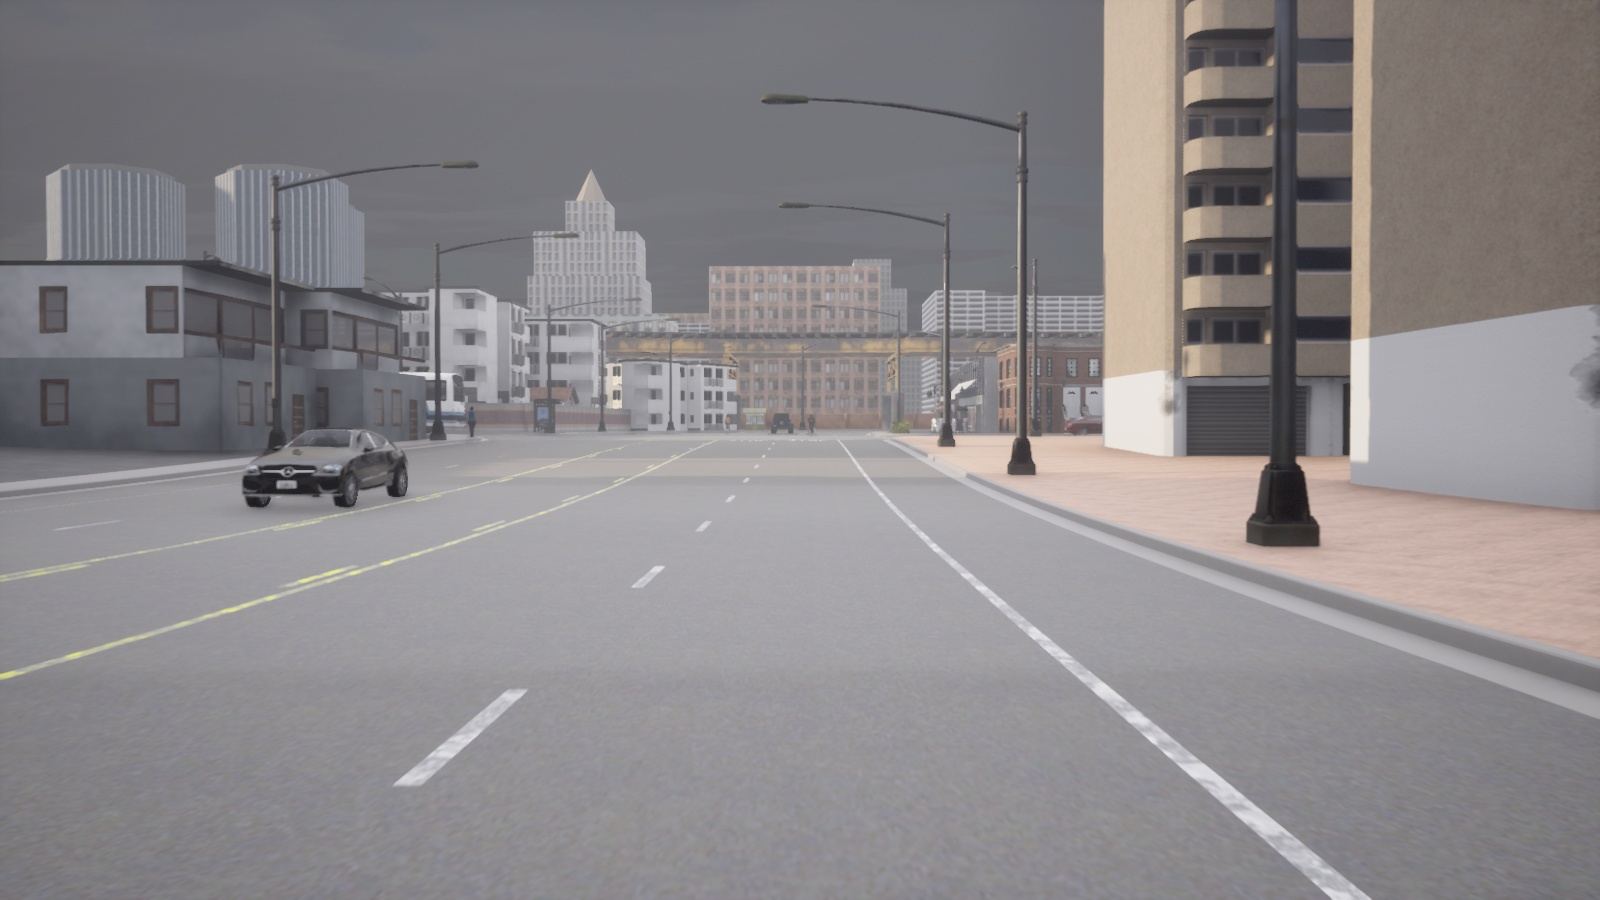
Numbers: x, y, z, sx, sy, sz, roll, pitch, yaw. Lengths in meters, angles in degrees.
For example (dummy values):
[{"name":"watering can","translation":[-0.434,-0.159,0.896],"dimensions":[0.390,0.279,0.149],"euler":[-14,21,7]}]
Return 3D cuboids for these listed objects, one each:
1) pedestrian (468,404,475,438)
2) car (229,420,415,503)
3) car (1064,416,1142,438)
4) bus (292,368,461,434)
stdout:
[{"name":"pedestrian","translation":[-19.030,-1.689,72.723],"dimensions":[0.396,1.930,0.692],"euler":[0,1,-15]},{"name":"car","translation":[-10.328,0.165,27.627],"dimensions":[2.152,1.651,5.027],"euler":[0,2,0]},{"name":"car","translation":[19.720,-1.516,81.917],"dimensions":[4.674,1.442,1.812],"euler":[0,1,2]},{"name":"bus","translation":[-29.087,-3.333,86.659],"dimensions":[10.273,4.253,3.944],"euler":[1,1,0]}]
